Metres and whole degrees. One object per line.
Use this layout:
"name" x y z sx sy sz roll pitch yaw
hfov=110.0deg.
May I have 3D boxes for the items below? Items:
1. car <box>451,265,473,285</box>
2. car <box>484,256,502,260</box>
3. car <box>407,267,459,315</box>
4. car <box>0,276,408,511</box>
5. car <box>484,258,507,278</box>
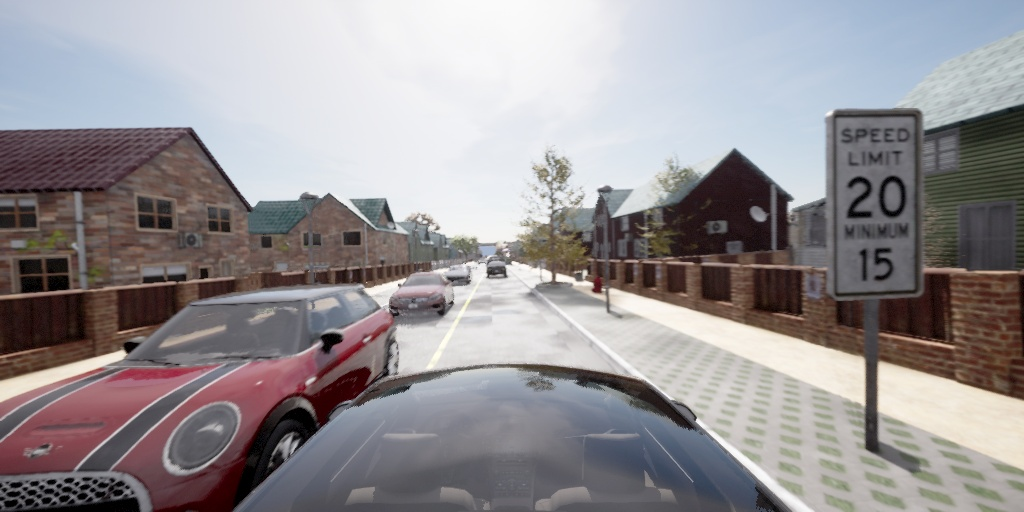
"car" -4.012 1.406 27.558 2.033 1.411 5.357 -2 0 -3
"car" -2.091 1.005 46.270 2.150 2.045 5.566 -2 0 -2
"car" -3.340 1.373 14.035 1.812 1.442 4.674 -2 0 -3
"car" -2.874 1.193 4.154 2.097 1.767 4.553 -2 0 -3
"car" -1.491 1.246 34.808 1.882 1.535 5.008 -2 0 -3
